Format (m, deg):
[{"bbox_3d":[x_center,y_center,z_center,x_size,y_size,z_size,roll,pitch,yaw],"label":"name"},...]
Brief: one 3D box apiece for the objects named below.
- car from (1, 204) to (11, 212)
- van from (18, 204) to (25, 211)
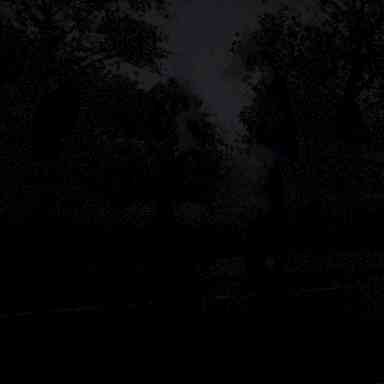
[{"bbox_3d":[-44.406,3.677,77.983,2.435,2.045,5.566,2,-2,1],"label":"car"},{"bbox_3d":[-44.335,3.910,83.435,1.878,1.987,4.442,2,-2,1],"label":"van"}]
